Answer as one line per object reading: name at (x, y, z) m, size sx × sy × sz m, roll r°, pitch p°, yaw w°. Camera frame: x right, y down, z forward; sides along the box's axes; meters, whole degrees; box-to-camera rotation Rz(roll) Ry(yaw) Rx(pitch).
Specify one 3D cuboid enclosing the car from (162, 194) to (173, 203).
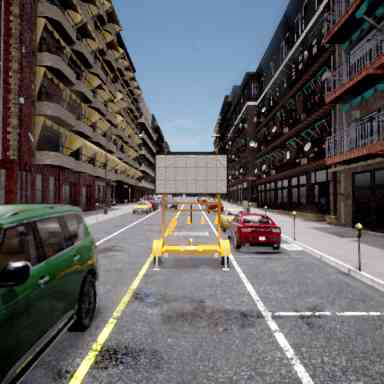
car at (-5.445, 1.518, 75.224) m, size 2.192 × 1.841 × 5.009 m, roll 1°, pitch 0°, yaw 0°

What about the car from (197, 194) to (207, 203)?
car at (2.389, 1.543, 80.712) m, size 2.192 × 1.841 × 5.009 m, roll 1°, pitch 0°, yaw 0°

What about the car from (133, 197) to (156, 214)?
car at (-5.369, 1.589, 36.341) m, size 1.752 × 1.417 × 4.829 m, roll 2°, pitch 0°, yaw 0°

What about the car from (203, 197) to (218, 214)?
car at (2.510, 1.609, 36.464) m, size 1.887 × 1.381 × 4.507 m, roll 1°, pitch 0°, yaw 0°

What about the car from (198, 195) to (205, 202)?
car at (2.464, 1.678, 58.588) m, size 1.887 × 1.381 × 4.507 m, roll 1°, pitch 0°, yaw 0°

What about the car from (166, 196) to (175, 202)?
car at (-5.475, 1.822, 86.285) m, size 1.947 × 1.339 × 4.313 m, roll 1°, pitch 0°, yaw 0°

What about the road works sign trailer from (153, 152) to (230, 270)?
road works sign trailer at (-0.022, 0.475, 11.003) m, size 2.380 × 3.560 × 2.880 m, roll 0°, pitch 0°, yaw 0°

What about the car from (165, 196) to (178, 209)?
car at (-2.839, 1.572, 42.938) m, size 2.128 × 1.511 × 4.902 m, roll 0°, pitch 0°, yaw 0°

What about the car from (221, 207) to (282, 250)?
car at (2.557, 1.561, 14.342) m, size 1.887 × 1.381 × 4.507 m, roll 1°, pitch 0°, yaw 0°

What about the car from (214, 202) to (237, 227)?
car at (2.545, 1.551, 20.044) m, size 1.752 × 1.417 × 4.829 m, roll 1°, pitch 0°, yaw 0°

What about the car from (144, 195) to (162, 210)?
car at (-5.375, 1.394, 42.043) m, size 2.192 × 1.841 × 5.009 m, roll 2°, pitch 0°, yaw 0°

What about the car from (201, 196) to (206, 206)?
car at (2.498, 1.629, 41.996) m, size 2.008 × 1.369 × 4.403 m, roll 1°, pitch 0°, yaw 0°

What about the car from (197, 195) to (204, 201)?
car at (2.362, 1.726, 91.774) m, size 1.967 × 1.590 × 4.097 m, roll 1°, pitch 0°, yaw 0°

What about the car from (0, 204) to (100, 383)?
car at (-2.756, 1.225, 3.940) m, size 2.150 × 2.045 × 5.566 m, roll 0°, pitch 0°, yaw 0°
